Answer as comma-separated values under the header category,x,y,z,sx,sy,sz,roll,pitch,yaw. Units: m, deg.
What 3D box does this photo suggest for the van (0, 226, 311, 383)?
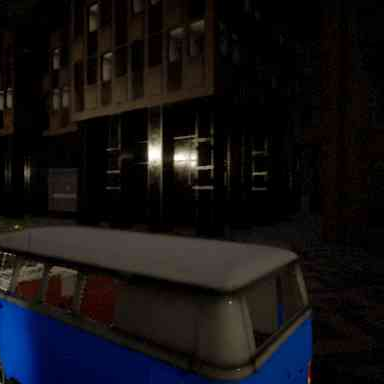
category,x,y,z,sx,sy,sz,roll,pitch,yaw
van,-0.808,1.341,3.535,3.998,1.788,1.690,0,0,36
